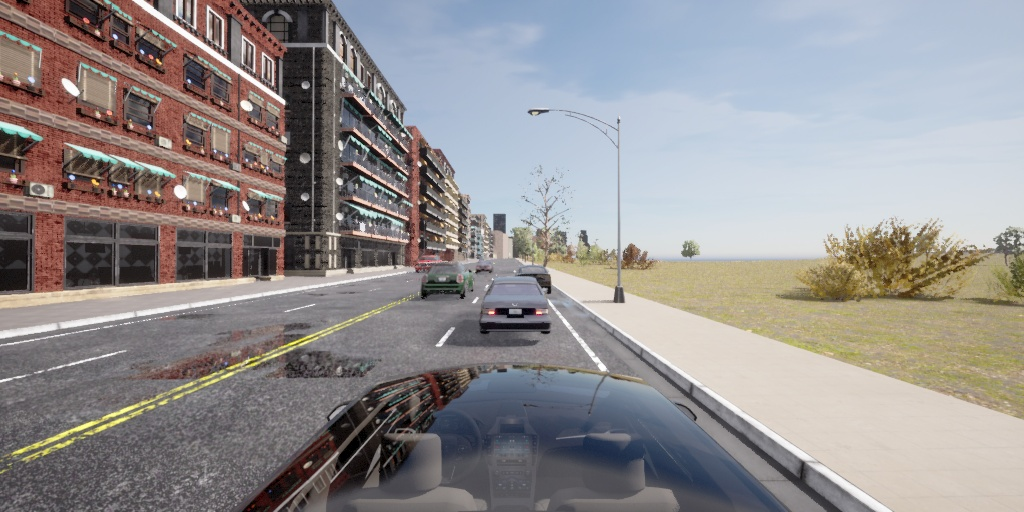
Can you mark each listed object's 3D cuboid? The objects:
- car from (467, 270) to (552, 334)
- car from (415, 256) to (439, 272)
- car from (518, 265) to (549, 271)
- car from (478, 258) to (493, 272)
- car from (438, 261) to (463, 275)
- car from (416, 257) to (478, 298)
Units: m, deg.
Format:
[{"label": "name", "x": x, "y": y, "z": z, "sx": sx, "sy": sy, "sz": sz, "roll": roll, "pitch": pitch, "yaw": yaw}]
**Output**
[{"label": "car", "x": 0.093, "y": 1.299, "z": 10.586, "sx": 2.033, "sy": 1.411, "sz": 5.357, "roll": 0, "pitch": 0, "yaw": 0}, {"label": "car", "x": -9.892, "y": 0.973, "z": 42.707, "sx": 2.150, "sy": 2.045, "sz": 5.566, "roll": 0, "pitch": 0, "yaw": 0}, {"label": "car", "x": 1.118, "y": 1.230, "z": 20.350, "sx": 1.882, "sy": 1.535, "sz": 5.008, "roll": 0, "pitch": 0, "yaw": 0}, {"label": "car", "x": -3.189, "y": 1.298, "z": 42.154, "sx": 2.033, "sy": 1.411, "sz": 5.357, "roll": 0, "pitch": 0, "yaw": 0}, {"label": "car", "x": -6.639, "y": 1.315, "z": 39.294, "sx": 1.994, "sy": 1.385, "sz": 4.181, "roll": 0, "pitch": 0, "yaw": 0}, {"label": "car", "x": -3.168, "y": 1.105, "z": 18.427, "sx": 2.097, "sy": 1.767, "sz": 4.553, "roll": 0, "pitch": 0, "yaw": 0}]
